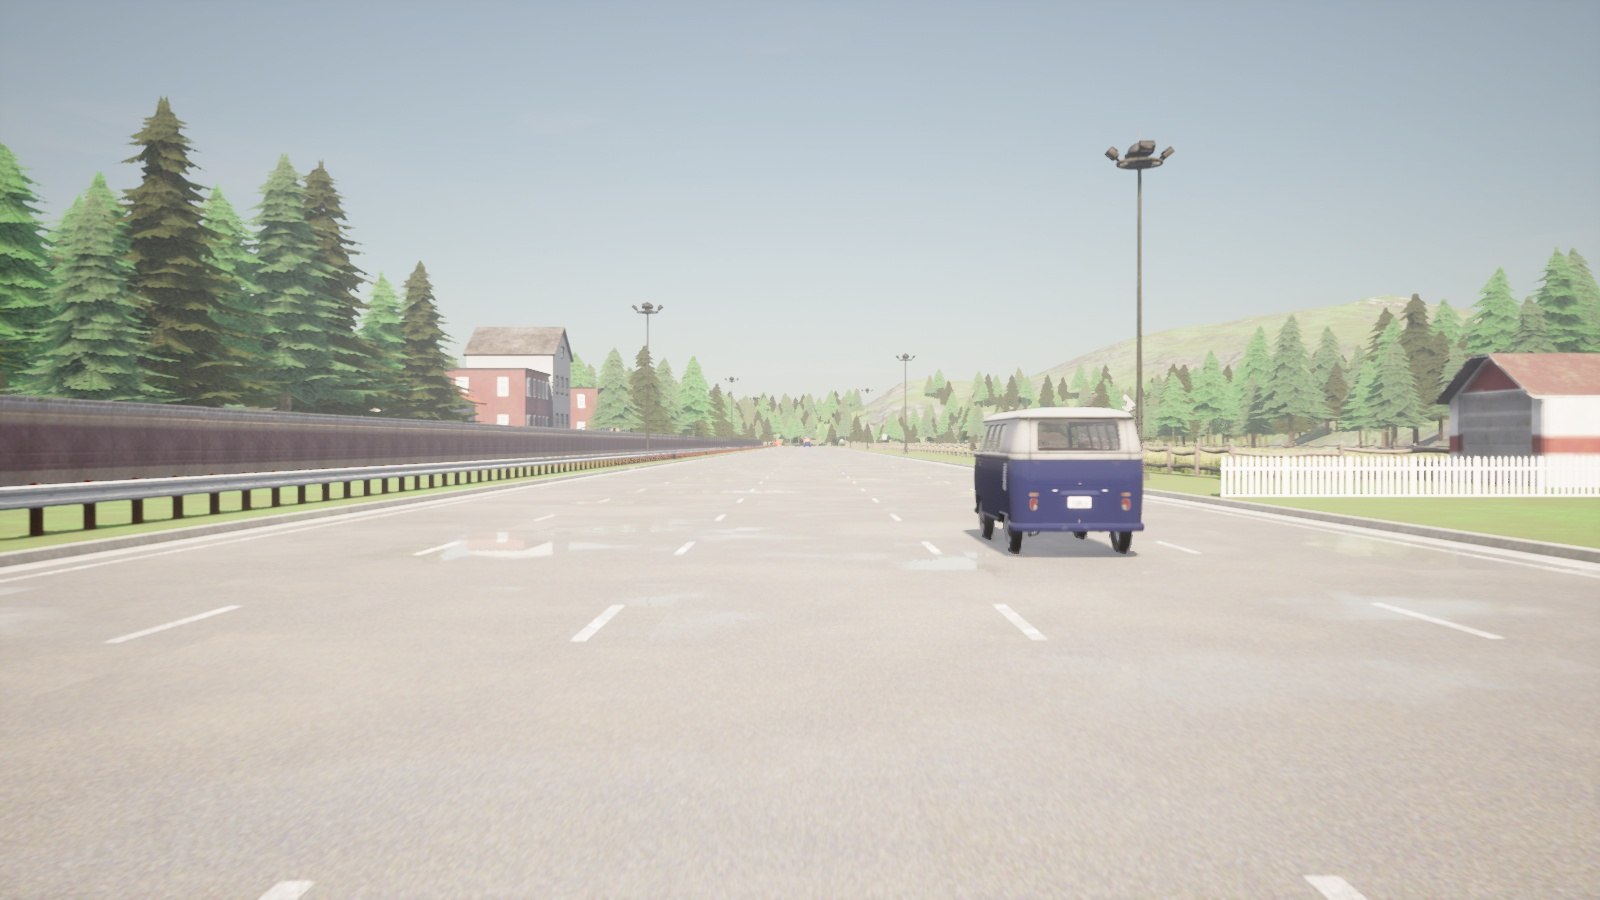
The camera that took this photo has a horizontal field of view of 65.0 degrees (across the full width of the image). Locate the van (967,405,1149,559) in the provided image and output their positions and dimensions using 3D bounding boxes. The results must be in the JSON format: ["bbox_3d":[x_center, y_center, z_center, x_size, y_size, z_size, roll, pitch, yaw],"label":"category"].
[{"bbox_3d":[3.622,0.399,18.412,1.775,1.987,4.442,0,0,0],"label":"van"}]
